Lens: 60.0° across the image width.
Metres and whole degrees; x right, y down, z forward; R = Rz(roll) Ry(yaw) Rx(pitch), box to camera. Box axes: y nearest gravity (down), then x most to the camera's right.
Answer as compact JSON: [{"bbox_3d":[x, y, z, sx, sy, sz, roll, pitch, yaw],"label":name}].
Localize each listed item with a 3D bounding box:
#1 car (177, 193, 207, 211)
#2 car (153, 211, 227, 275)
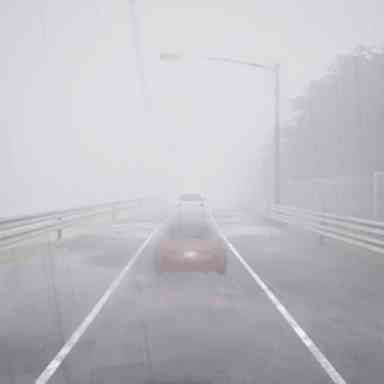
[{"bbox_3d":[-0.024,1.075,26.892,2.150,2.045,5.566,0,0,2],"label":"car"},{"bbox_3d":[-0.061,1.511,10.309,1.994,1.385,4.181,0,0,-1],"label":"car"}]
